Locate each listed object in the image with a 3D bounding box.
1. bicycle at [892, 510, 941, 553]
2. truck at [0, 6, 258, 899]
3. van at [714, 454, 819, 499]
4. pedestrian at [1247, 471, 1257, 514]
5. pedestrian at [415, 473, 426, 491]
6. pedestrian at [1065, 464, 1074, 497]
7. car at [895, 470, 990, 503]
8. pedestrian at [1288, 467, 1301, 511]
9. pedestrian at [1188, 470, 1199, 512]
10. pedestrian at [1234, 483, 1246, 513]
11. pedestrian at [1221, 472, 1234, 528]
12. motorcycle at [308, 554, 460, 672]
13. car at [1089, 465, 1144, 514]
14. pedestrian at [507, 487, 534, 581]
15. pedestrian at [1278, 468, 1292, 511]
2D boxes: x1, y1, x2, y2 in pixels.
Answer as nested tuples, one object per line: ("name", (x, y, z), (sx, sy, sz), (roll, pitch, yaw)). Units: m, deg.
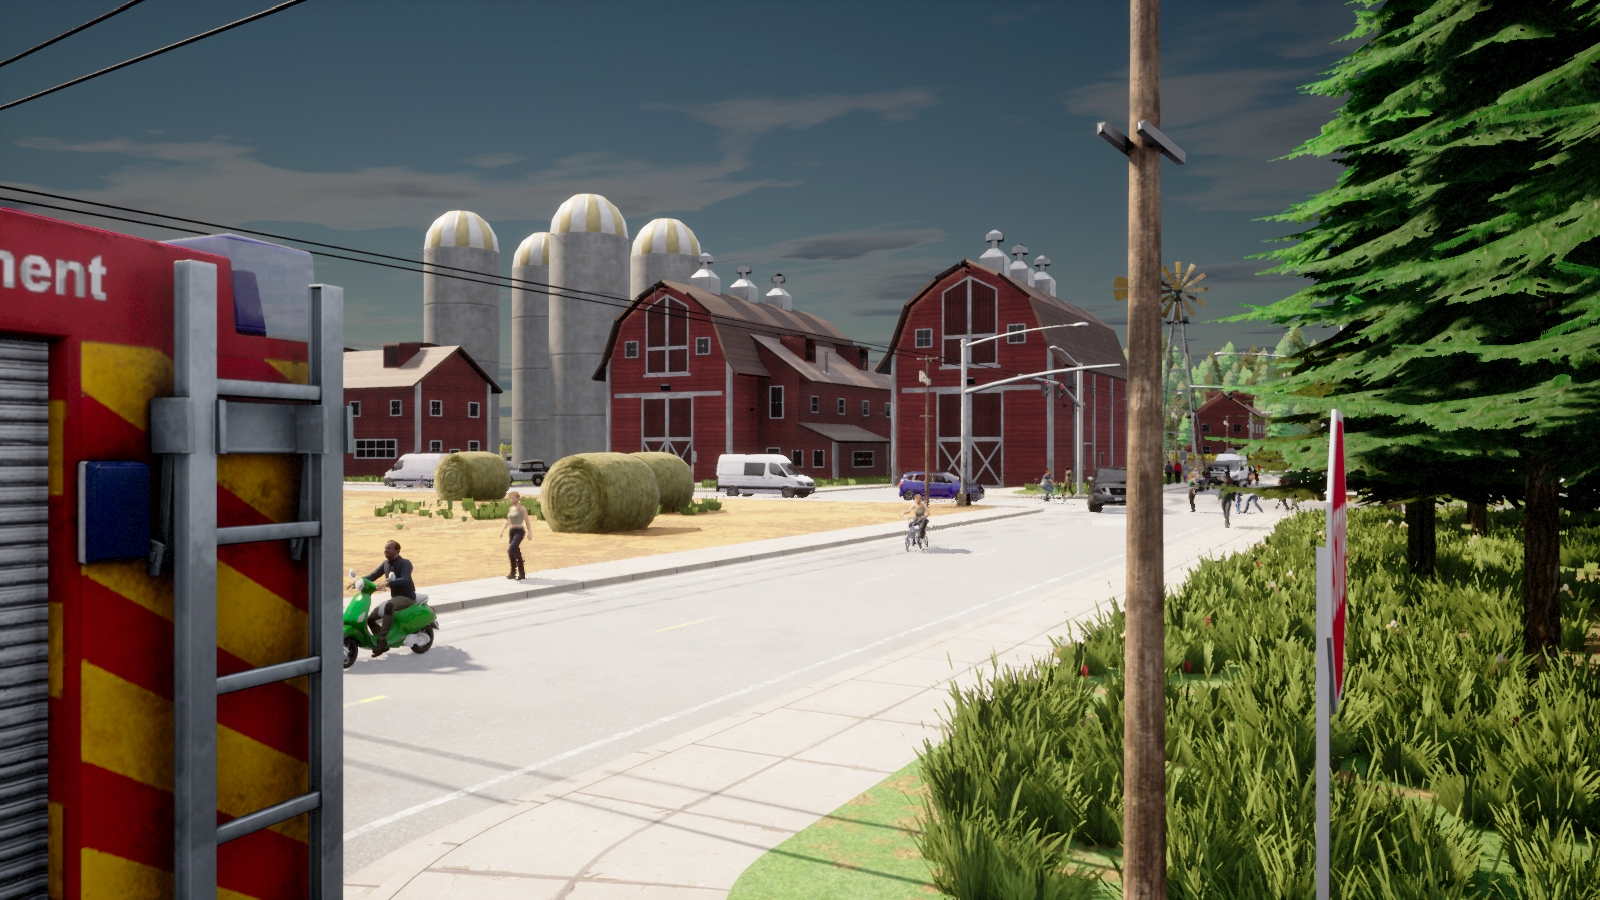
("bicycle", (3.251, 2.256, 31.735), (0.859, 1.080, 1.487), (0, 0, 28))
("truck", (-6.091, 0.866, 3.633), (8.468, 3.827, 2.891), (0, 0, 22))
("van", (-1.962, 1.508, 66.633), (5.915, 2.561, 1.988), (0, 0, 27))
("pedestrian", (19.728, 1.848, 49.842), (0.375, 1.860, 0.375), (0, 0, 28))
("pedestrian", (-24.293, 2.049, 73.160), (0.500, 1.100, 0.500), (0, 0, 27))
("pedestrian", (15.330, 1.710, 65.040), (0.375, 1.860, 0.375), (0, 0, -34))
("car", (7.678, 1.941, 61.667), (4.611, 1.667, 2.242), (0, 0, 27))
("pedestrian", (21.440, 1.688, 49.520), (0.375, 1.860, 0.375), (0, 0, -5))
("pedestrian", (17.573, 1.844, 51.059), (0.375, 1.860, 0.375), (0, 0, 0))
("pedestrian", (19.394, 2.126, 50.411), (0.375, 1.300, 0.375), (0, 0, 44))
("pedestrian", (14.543, 1.696, 38.824), (0.375, 1.860, 0.375), (0, 0, 27))
("motorcycle", (-5.559, 2.142, 15.384), (0.856, 1.316, 1.805), (0, 0, 28))
("car", (14.602, 1.774, 52.930), (2.150, 2.045, 5.566), (0, 0, 12))
("pedestrian", (-5.688, 1.694, 23.232), (0.375, 1.860, 0.375), (0, 0, 32))
("pedestrian", (20.869, 1.695, 49.152), (0.375, 1.860, 0.375), (0, 0, -16))
